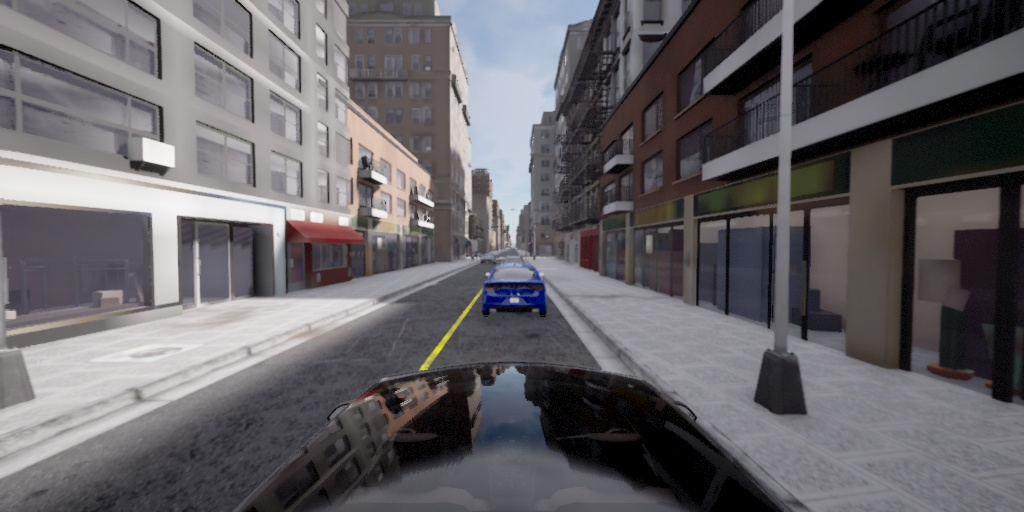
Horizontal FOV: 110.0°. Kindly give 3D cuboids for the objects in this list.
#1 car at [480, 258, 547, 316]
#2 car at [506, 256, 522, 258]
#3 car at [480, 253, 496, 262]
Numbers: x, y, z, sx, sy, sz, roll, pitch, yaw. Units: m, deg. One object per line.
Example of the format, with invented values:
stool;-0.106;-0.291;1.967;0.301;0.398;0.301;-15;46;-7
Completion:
car;0.093;0.982;12.049;1.882;1.535;5.008;0;1;1
car;0.152;0.714;26.623;2.033;1.411;5.357;0;1;1
car;-2.913;0.288;45.028;2.033;1.411;5.357;0;1;0
